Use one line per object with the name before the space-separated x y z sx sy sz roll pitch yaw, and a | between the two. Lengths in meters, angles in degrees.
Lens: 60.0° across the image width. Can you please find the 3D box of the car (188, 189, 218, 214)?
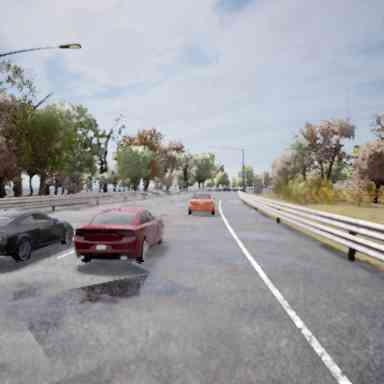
car | 0.854 0.845 27.871 2.097 1.767 4.553 0 1 3

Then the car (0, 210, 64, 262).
car | -5.719 1.320 11.176 1.812 1.442 4.674 0 1 5

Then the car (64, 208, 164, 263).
car | -2.196 1.270 11.283 1.882 1.535 5.008 0 1 5
